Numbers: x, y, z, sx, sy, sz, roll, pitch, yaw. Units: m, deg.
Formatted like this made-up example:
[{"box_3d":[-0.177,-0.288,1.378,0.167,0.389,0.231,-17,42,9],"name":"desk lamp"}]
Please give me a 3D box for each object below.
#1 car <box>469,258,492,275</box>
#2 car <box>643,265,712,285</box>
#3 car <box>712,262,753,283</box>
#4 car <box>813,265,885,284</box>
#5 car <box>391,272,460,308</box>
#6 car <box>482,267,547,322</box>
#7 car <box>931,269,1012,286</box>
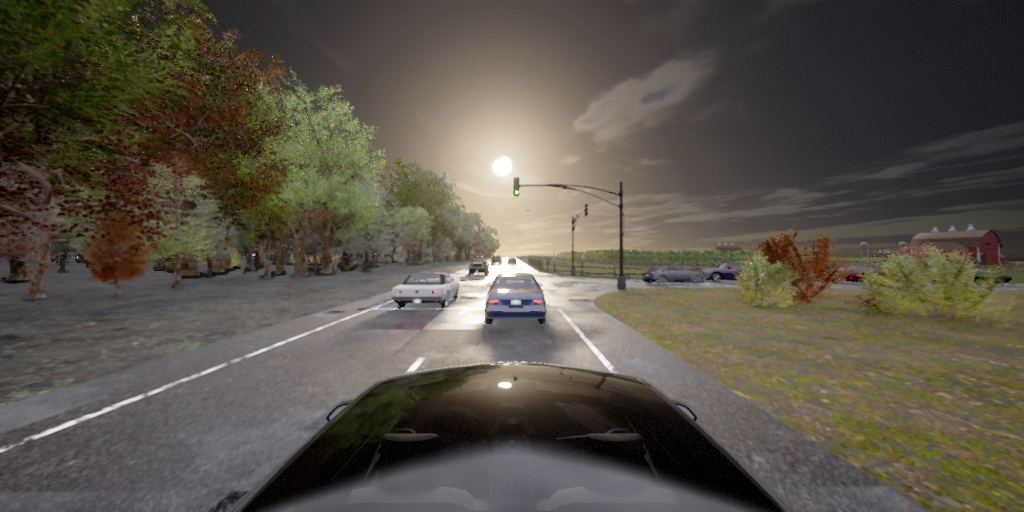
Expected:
[{"box_3d":[-3.387,1.183,37.342,1.837,1.490,4.892,0,0,0],"name":"car"},{"box_3d":[11.802,1.378,26.213,4.181,1.385,1.994,1,-1,-7],"name":"car"},{"box_3d":[18.093,1.294,30.148,4.553,1.767,2.097,1,-1,1],"name":"car"},{"box_3d":[28.124,1.529,30.072,5.008,1.535,1.882,1,-1,0],"name":"car"},{"box_3d":[-3.395,1.325,15.084,1.895,1.301,4.718,0,0,0],"name":"car"},{"box_3d":[0.103,1.278,12.077,2.033,1.411,5.357,0,0,0],"name":"car"},{"box_3d":[38.268,1.763,30.020,4.718,1.301,1.895,1,-1,1],"name":"car"}]
